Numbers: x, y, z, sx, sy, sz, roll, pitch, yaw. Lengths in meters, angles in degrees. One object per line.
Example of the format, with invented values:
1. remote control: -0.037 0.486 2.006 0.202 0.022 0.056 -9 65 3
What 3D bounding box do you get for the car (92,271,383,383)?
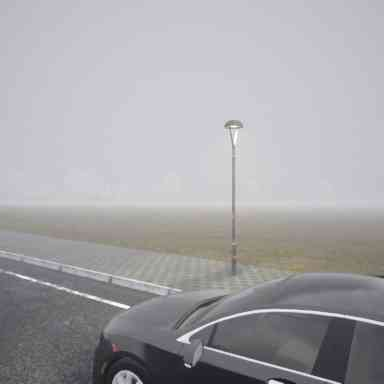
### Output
1. car: 1.163 1.505 2.878 4.892 1.490 1.837 0 0 36
